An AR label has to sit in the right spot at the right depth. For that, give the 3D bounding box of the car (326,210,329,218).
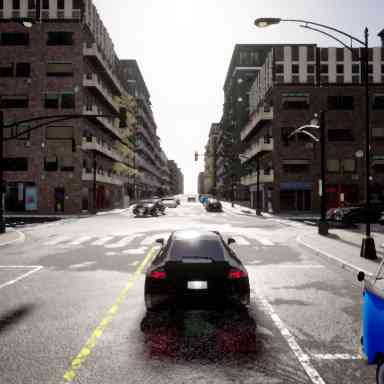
[{"bbox_3d":[13.606,1.608,28.261,4.097,1.590,1.967,0,-1,1],"label":"car"}]

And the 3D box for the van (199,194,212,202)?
[{"bbox_3d":[2.634,1.362,56.990,1.690,1.788,3.998,1,0,0],"label":"van"}]

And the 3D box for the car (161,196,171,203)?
[{"bbox_3d":[-5.771,1.574,73.907,1.887,1.381,4.507,1,0,0],"label":"car"}]

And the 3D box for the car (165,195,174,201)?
[{"bbox_3d":[-5.786,1.587,85.192,2.008,1.369,4.403,1,0,0],"label":"car"}]

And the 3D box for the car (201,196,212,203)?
[{"bbox_3d":[2.645,1.567,45.705,2.008,1.369,4.403,1,0,0],"label":"car"}]

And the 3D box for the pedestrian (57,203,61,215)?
[{"bbox_3d":[-12.579,1.597,31.478,0.500,1.100,0.500,0,-1,1],"label":"pedestrian"}]

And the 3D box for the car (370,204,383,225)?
[{"bbox_3d":[13.513,1.583,19.880,4.313,1.339,1.947,0,-1,1],"label":"car"}]

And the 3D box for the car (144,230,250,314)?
[{"bbox_3d":[0.091,1.566,7.719,1.994,1.385,4.181,0,0,0],"label":"car"}]

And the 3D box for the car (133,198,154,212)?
[{"bbox_3d":[-5.727,1.539,39.881,1.752,1.417,4.829,1,0,0],"label":"car"}]

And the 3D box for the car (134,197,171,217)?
[{"bbox_3d":[-4.008,1.502,32.166,2.128,1.511,4.902,0,0,12],"label":"car"}]

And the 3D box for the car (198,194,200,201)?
[{"bbox_3d":[2.616,1.552,68.445,1.752,1.417,4.829,1,0,0],"label":"car"}]

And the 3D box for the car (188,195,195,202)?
[{"bbox_3d":[-0.102,1.559,80.177,2.128,1.511,4.902,0,0,0],"label":"car"}]

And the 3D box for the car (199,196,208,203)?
[{"bbox_3d":[2.608,1.612,73.918,1.802,1.307,4.206,1,0,0],"label":"car"}]

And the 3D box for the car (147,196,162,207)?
[{"bbox_3d":[-5.741,1.459,51.337,1.967,1.590,4.097,1,0,0],"label":"car"}]

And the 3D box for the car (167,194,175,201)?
[{"bbox_3d":[-5.791,1.480,90.836,1.967,1.590,4.097,1,0,0],"label":"car"}]

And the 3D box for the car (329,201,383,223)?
[{"bbox_3d":[13.501,1.473,25.672,4.553,1.767,2.097,0,-1,1],"label":"car"}]

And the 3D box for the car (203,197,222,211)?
[{"bbox_3d":[2.652,1.580,40.062,1.947,1.339,4.313,1,0,0],"label":"car"}]

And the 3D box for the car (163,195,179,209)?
[{"bbox_3d":[-3.152,1.542,46.996,1.812,1.442,4.674,0,0,0],"label":"car"}]

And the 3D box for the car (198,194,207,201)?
[{"bbox_3d":[2.598,1.351,85.203,2.192,1.841,5.009,1,0,0],"label":"car"}]

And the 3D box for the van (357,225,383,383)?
[{"bbox_3d":[2.671,1.342,2.116,1.690,1.788,3.998,1,0,0],"label":"van"}]
